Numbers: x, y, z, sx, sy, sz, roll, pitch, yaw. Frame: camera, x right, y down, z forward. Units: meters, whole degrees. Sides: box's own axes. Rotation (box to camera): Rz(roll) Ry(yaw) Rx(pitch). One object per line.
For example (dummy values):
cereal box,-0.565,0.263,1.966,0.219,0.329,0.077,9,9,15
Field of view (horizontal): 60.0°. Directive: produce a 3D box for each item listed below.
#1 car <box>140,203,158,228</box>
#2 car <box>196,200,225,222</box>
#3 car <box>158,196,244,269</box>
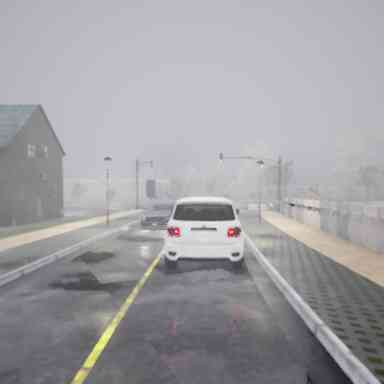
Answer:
car,-1.837,1.400,21.117,2.033,1.411,5.357,0,0,5
car,1.539,1.404,25.698,1.994,1.385,4.181,0,0,6
car,0.419,1.147,10.999,2.150,2.045,5.566,0,1,3
